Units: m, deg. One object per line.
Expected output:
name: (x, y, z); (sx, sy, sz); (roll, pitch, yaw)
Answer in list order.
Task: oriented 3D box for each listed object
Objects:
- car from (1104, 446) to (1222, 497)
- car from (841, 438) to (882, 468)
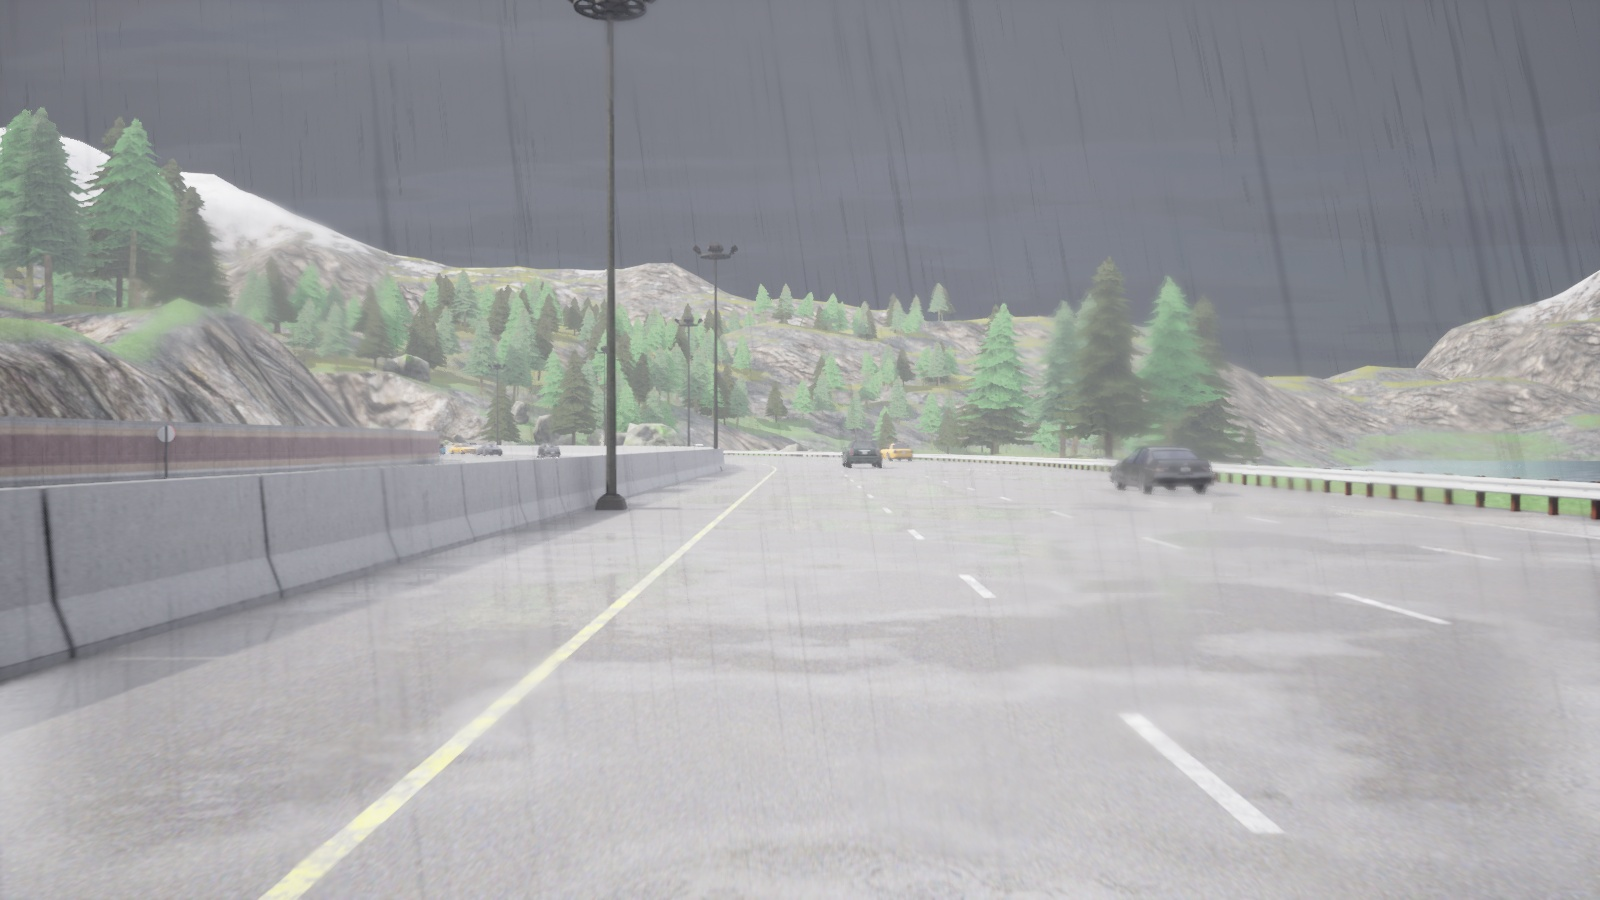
car: (10.731, 0.591, 37.563); (2.033, 1.411, 5.357); (0, 0, 0)
car: (3.677, 0.180, 75.875); (2.097, 1.767, 4.553); (0, 0, -3)
